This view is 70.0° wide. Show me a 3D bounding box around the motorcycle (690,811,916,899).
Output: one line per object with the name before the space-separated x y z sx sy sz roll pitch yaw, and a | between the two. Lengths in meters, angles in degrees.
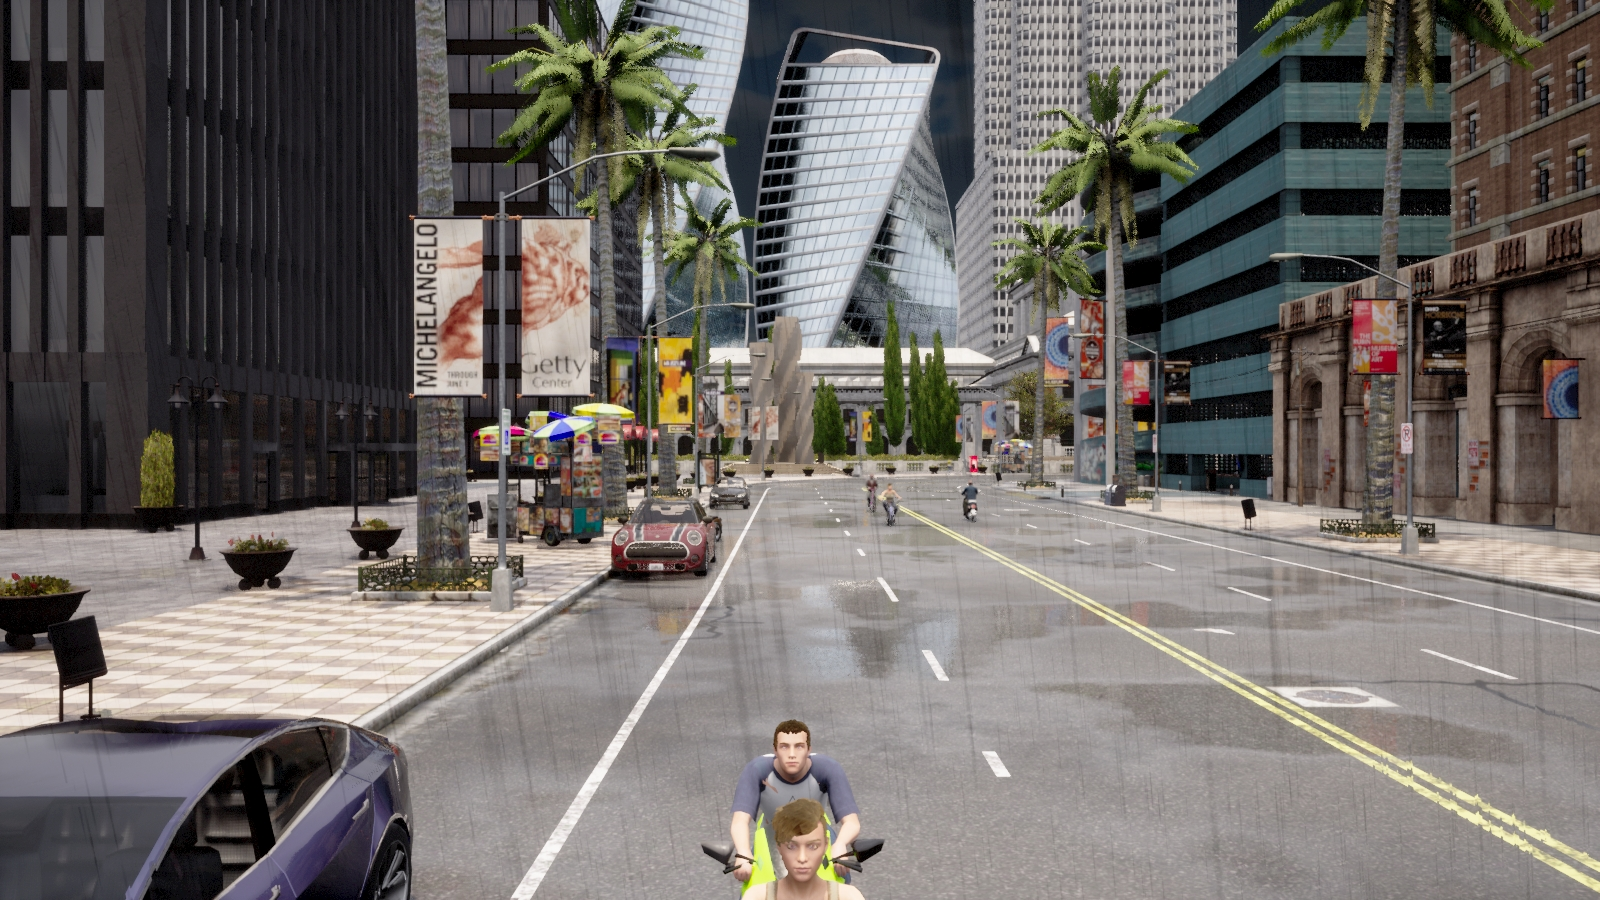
motorcycle | 0.010 2.176 3.553 0.764 1.277 2.356 0 2 0

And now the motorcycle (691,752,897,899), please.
motorcycle | -0.021 2.224 5.433 0.803 1.145 2.033 -1 -4 0

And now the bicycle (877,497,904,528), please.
bicycle | 3.295 2.273 41.762 0.859 1.080 1.487 0 0 -1
